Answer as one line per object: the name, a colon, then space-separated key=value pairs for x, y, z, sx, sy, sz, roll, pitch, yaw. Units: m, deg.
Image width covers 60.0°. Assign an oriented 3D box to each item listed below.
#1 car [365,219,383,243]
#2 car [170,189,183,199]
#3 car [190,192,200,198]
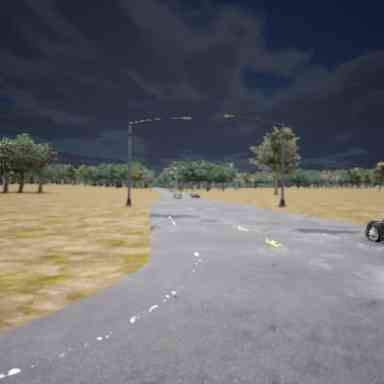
car: x=8.777 y=1.468 z=12.738 sx=1.837 sy=1.490 sz=4.892 roll=1 pitch=1 yaw=-7
car: x=-2.857 y=0.696 z=68.114 sx=2.128 sy=1.511 sz=4.902 roll=1 pitch=1 yaw=-1
car: x=0.613 y=0.719 z=75.395 sx=1.895 sy=1.301 sz=4.718 roll=1 pitch=1 yaw=-7
